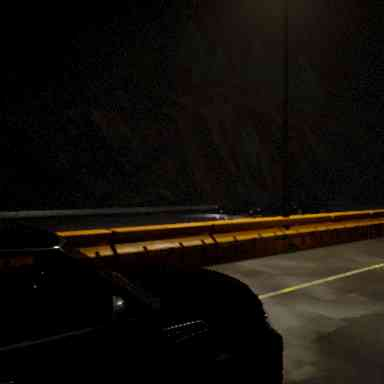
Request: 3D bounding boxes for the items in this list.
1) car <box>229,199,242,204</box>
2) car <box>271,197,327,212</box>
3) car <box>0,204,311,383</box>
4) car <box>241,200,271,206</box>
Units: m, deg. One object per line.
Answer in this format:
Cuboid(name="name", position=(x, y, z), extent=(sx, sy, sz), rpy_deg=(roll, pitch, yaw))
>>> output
Cuboid(name="car", position=(4.945, 1.454, 33.119), extent=(5.357, 1.411, 2.033), rpy_deg=(0, 0, -35))
Cuboid(name="car", position=(9.147, 1.107, 27.514), extent=(5.008, 1.535, 1.882), rpy_deg=(0, 0, -35))
Cuboid(name="car", position=(-1.765, 1.221, 2.476), extent=(5.566, 2.045, 2.150), rpy_deg=(0, 0, -36))
Cuboid(name="car", position=(7.045, 1.443, 30.316), extent=(4.674, 1.442, 1.812), rpy_deg=(0, 0, -35))
